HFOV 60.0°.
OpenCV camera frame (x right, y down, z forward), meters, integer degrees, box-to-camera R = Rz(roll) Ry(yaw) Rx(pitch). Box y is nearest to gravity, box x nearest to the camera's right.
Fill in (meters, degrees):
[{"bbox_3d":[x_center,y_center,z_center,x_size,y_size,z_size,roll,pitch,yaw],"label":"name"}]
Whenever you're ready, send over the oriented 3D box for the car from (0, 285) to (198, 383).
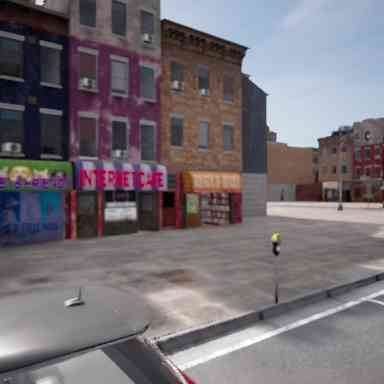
[{"bbox_3d":[-1.821,1.449,1.507,4.097,1.590,1.967,-1,1,-35],"label":"car"}]
